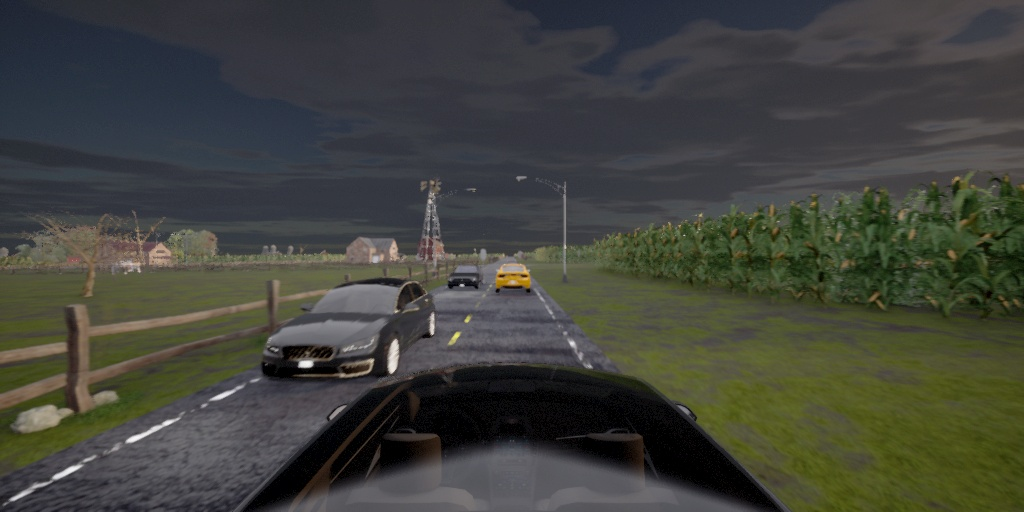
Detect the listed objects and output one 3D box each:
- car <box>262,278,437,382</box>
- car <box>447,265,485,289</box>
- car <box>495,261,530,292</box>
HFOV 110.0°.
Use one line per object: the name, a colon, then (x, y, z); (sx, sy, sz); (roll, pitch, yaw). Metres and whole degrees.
car: (-2.842, 1.246, 7.381); (1.837, 1.490, 4.892); (0, 0, 0)
car: (-2.783, 1.262, 22.791); (2.033, 1.411, 5.357); (0, 0, 1)
car: (0.065, 1.194, 21.046); (1.882, 1.535, 5.008); (0, 0, 0)
